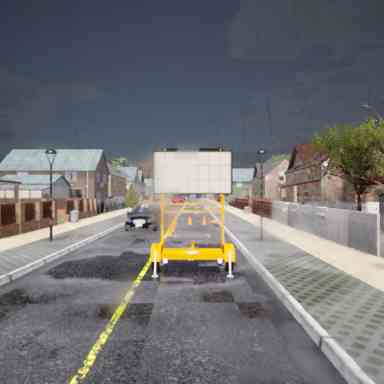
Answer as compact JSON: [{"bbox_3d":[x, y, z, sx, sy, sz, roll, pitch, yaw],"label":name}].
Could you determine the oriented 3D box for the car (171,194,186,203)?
[{"bbox_3d":[-2.741,1.381,62.678,2.150,2.045,5.566,0,0,1],"label":"car"}]

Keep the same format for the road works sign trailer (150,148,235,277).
[{"bbox_3d":[0.023,0.471,10.208,2.380,3.560,2.880,0,0,0],"label":"road works sign trailer"}]

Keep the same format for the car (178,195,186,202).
[{"bbox_3d":[-2.664,1.687,90.250,2.097,1.767,4.553,0,0,0],"label":"car"}]

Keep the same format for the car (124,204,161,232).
[{"bbox_3d":[-2.829,1.512,20.225,2.128,1.511,4.902,0,0,0],"label":"car"}]
